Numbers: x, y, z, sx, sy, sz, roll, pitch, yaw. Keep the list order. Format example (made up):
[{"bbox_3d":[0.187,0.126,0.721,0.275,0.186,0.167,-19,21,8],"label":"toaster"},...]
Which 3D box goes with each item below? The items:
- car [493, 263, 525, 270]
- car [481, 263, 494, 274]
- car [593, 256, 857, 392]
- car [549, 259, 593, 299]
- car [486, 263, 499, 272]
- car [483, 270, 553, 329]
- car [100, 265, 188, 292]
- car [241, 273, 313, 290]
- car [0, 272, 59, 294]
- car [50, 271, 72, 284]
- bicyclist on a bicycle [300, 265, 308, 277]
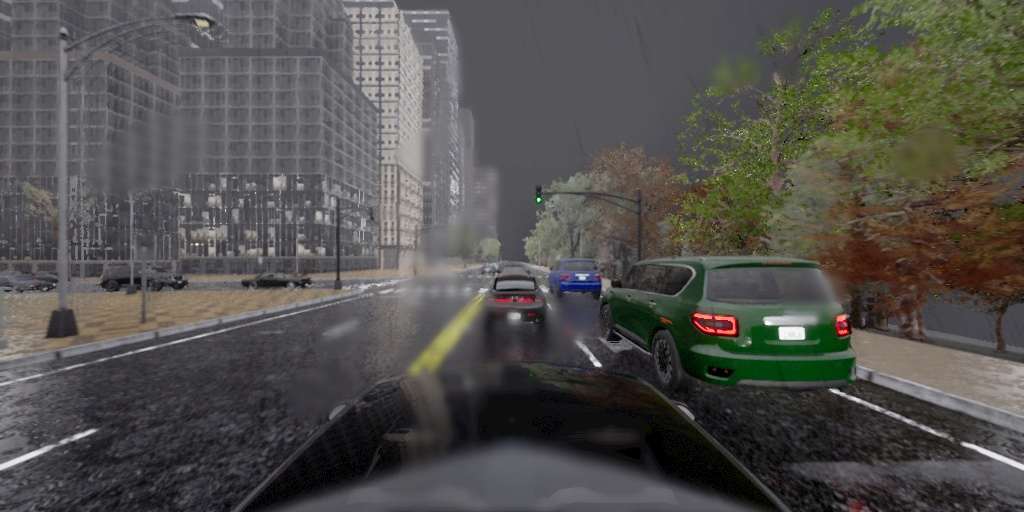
[{"bbox_3d":[0.102,1.362,23.414,2.097,1.767,4.553,0,-1,0],"label":"car"},{"bbox_3d":[-3.319,1.837,51.290,2.128,1.511,4.902,0,-1,0],"label":"car"},{"bbox_3d":[3.346,1.037,6.970,2.150,2.045,5.566,0,0,0],"label":"car"},{"bbox_3d":[3.345,1.186,19.674,2.150,2.045,5.566,0,-1,0],"label":"car"},{"bbox_3d":[-3.291,1.988,60.973,1.812,1.442,4.674,0,-1,0],"label":"car"},{"bbox_3d":[0.100,1.376,11.801,1.837,1.490,4.892,0,-1,0],"label":"car"},{"bbox_3d":[-28.974,1.764,28.323,5.566,2.045,2.150,-1,0,1],"label":"car"},{"bbox_3d":[-18.401,1.976,28.275,4.718,1.301,1.895,-1,0,0],"label":"car"},{"bbox_3d":[-39.623,2.257,28.384,5.357,1.411,2.033,-1,0,0],"label":"car"},{"bbox_3d":[-50.215,2.416,38.320,4.892,1.490,1.837,-1,0,1],"label":"car"},{"bbox_3d":[-24.633,1.823,42.400,0.582,1.620,1.656,-1,0,0],"label":"bicyclist on a bicycle"}]
